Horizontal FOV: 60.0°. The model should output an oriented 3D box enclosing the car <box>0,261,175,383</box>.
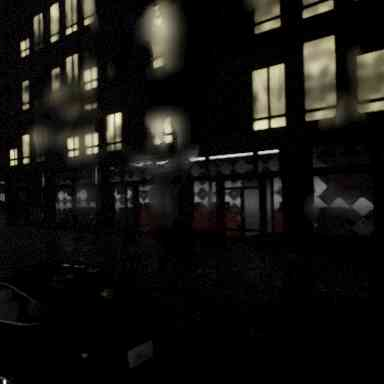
[{"bbox_3d":[-2.184,1.611,4.403,4.313,1.339,1.947,-1,-1,35],"label":"car"}]
